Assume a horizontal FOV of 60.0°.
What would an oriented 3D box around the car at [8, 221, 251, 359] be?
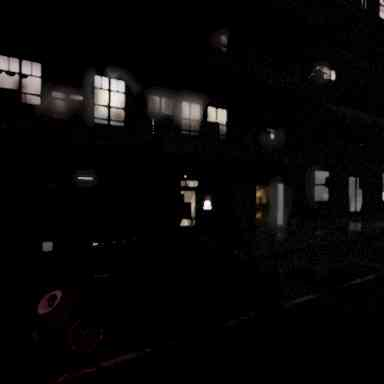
[{"bbox_3d":[-0.933,1.402,5.882,4.097,1.590,1.967,-1,2,-36],"label":"car"}]
